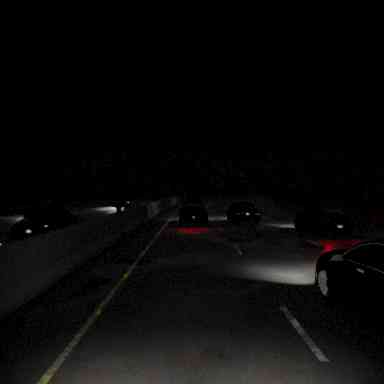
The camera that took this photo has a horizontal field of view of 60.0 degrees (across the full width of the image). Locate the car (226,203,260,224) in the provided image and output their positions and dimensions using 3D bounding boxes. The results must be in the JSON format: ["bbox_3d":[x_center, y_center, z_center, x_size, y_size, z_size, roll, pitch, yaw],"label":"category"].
[{"bbox_3d":[3.594,1.467,24.029,2.033,1.411,5.357,0,0,0],"label":"car"}]

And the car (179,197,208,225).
[{"bbox_3d":[0.095,1.399,23.166,1.882,1.535,5.008,0,0,0],"label":"car"}]

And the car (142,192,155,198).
[{"bbox_3d":[-9.449,0.722,73.584,2.097,1.767,4.553,0,0,17],"label":"car"}]

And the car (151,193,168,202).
[{"bbox_3d":[-5.459,1.345,59.990,2.033,1.411,5.357,0,0,10],"label":"car"}]

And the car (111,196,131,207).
[{"bbox_3d":[-10.261,1.330,48.365,2.128,1.511,4.902,0,0,3],"label":"car"}]

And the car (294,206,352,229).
[{"bbox_3d":[7.095,1.464,18.242,1.812,1.442,4.674,0,0,0],"label":"car"}]

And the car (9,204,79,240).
[{"bbox_3d":[-7.104,1.508,16.422,1.994,1.385,4.181,0,0,0],"label":"car"}]

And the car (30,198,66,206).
[{"bbox_3d":[-14.090,1.367,32.718,1.882,1.535,5.008,0,0,0],"label":"car"}]

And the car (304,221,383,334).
[{"bbox_3d":[3.598,1.487,5.334,1.837,1.490,4.892,0,0,0],"label":"car"}]

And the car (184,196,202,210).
[{"bbox_3d":[0.129,1.352,41.826,2.128,1.511,4.902,0,0,1],"label":"car"}]
